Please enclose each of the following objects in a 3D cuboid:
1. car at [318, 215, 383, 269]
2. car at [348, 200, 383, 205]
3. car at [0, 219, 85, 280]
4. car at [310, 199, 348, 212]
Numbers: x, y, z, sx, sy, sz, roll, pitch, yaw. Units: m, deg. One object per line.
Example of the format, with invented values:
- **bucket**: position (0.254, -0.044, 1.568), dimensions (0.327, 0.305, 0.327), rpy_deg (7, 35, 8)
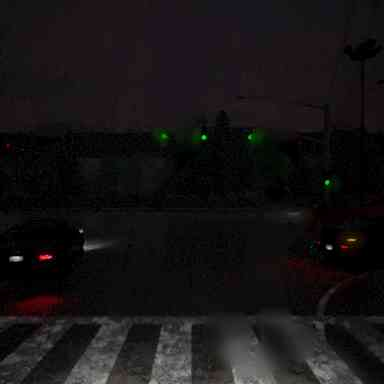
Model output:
- **car**: position (6.347, 1.498, 10.867), dimensions (4.674, 1.442, 1.812), rpy_deg (0, -1, -19)
- **car**: position (16.717, 1.419, 28.950), dimensions (4.902, 1.511, 2.128), rpy_deg (0, 0, 0)
- **car**: position (-4.395, 1.523, 9.833), dimensions (2.033, 1.411, 5.357), rpy_deg (0, 0, -12)
- **car**: position (13.896, 1.445, 32.446), dimensions (4.674, 1.442, 1.812), rpy_deg (0, 0, 1)
